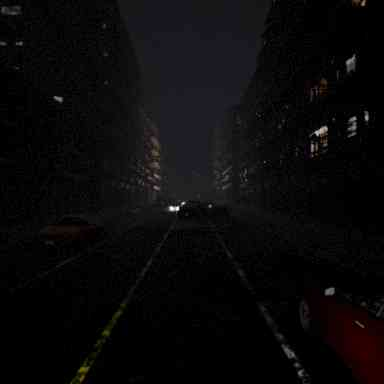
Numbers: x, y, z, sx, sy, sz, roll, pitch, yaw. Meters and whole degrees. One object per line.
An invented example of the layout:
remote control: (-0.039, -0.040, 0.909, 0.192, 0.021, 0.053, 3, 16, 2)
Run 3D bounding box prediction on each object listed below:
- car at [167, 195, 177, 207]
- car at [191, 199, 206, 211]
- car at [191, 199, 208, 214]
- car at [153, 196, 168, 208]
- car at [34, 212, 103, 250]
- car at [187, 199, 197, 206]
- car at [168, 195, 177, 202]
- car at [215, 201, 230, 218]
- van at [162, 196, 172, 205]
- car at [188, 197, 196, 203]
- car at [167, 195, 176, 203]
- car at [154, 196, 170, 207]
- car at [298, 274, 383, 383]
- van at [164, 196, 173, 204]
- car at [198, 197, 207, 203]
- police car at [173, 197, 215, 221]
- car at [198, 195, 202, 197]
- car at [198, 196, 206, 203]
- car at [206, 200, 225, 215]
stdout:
car: (-2.815, 1.788, 57.226, 2.128, 1.511, 4.902, 0, 0, 0)
car: (0.823, 1.740, 44.155, 1.812, 1.442, 4.674, 0, 0, 0)
car: (0.823, 1.656, 38.153, 1.882, 1.535, 5.008, 0, 0, 0)
car: (-5.299, 1.798, 53.499, 1.752, 1.417, 4.829, 2, 0, 0)
car: (-5.295, 1.585, 14.793, 1.752, 1.417, 4.829, 2, 0, 0)
car: (-0.004, 1.942, 63.896, 1.895, 1.301, 4.718, 0, 0, 0)
car: (-5.297, 1.876, 92.382, 2.192, 1.841, 5.009, 1, 0, 0)
car: (2.583, 1.686, 31.485, 1.887, 1.381, 4.507, 1, 0, 0)
van: (-5.295, 1.727, 70.260, 1.690, 1.788, 3.998, 2, 0, 0)
car: (-0.005, 1.876, 78.873, 1.994, 1.385, 4.181, 0, 0, 0)
car: (-5.296, 1.831, 86.853, 2.192, 1.841, 5.009, 1, 0, 0)
car: (-5.294, 1.625, 59.202, 2.192, 1.841, 5.009, 2, 0, 0)
car: (2.584, 1.597, 3.835, 1.802, 1.307, 4.206, 1, 0, 0)
van: (-5.296, 1.769, 75.792, 1.690, 1.788, 3.998, 1, 0, 0)
car: (2.579, 2.015, 81.260, 1.887, 1.381, 4.507, 1, 0, 0)
police car: (0.274, 1.551, 28.534, 1.930, 1.638, 5.238, 0, 0, 15)
car: (2.579, 1.972, 75.730, 1.887, 1.381, 4.507, 1, 0, 0)
car: (2.588, 1.955, 86.792, 1.967, 1.590, 4.097, 1, 0, 0)
car: (2.583, 1.698, 37.187, 1.752, 1.417, 4.829, 1, 0, 0)
